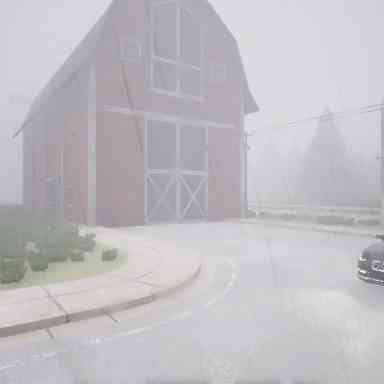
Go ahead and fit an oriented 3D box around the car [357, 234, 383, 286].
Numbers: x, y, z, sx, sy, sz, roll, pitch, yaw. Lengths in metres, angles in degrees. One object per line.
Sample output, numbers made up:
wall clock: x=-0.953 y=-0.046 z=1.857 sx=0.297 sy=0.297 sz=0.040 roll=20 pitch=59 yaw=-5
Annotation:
car: x=6.061 y=1.481 z=8.330 sx=4.892 sy=1.490 sz=1.837 roll=0 pitch=0 yaw=-36
